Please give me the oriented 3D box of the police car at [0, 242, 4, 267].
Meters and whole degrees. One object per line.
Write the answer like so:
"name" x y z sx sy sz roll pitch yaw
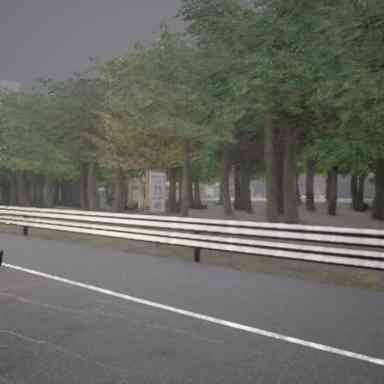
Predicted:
"police car" -7.266 1.431 9.079 4.974 1.542 2.038 1 0 35
